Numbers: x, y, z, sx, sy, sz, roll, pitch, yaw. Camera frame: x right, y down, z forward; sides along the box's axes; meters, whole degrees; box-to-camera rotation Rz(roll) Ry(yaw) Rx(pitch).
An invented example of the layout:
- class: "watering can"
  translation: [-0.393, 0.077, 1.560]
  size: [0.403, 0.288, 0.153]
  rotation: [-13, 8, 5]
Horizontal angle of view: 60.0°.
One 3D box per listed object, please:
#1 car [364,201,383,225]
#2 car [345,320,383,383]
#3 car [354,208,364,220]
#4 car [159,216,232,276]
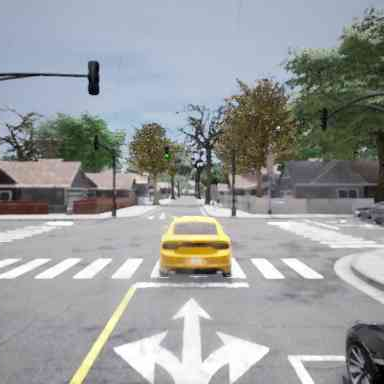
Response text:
- class: "car"
  translation: [14.254, 1.479, 21.803]
  size: [4.674, 1.442, 1.812]
  rotation: [0, 0, 2]
- class: "car"
  translation: [2.636, 1.571, 2.088]
  size: [1.947, 1.339, 4.313]
  rotation: [0, 0, 0]
- class: "car"
  translation: [14.830, 1.447, 25.063]
  size: [4.902, 1.511, 2.128]
  rotation: [0, 0, 0]
- class: "car"
  translation: [0.083, 1.500, 10.418]
  size: [1.882, 1.535, 5.008]
  rotation: [0, 0, 0]
